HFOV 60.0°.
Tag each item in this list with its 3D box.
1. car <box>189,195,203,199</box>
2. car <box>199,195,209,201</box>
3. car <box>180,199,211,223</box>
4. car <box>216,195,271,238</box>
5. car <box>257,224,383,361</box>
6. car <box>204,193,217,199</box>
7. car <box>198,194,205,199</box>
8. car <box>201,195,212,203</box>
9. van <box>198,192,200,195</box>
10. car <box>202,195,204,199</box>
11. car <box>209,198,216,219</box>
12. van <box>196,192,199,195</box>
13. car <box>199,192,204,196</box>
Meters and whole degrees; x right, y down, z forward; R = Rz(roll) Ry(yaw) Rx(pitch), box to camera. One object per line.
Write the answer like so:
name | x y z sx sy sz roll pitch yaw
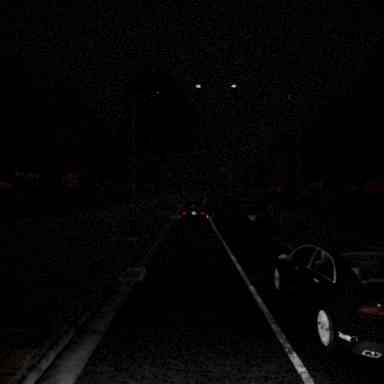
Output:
car | 0.107 1.449 42.493 1.895 1.301 4.718 0 0 0
car | 2.661 1.303 72.381 1.947 1.339 4.313 1 0 0
car | 0.107 1.462 24.711 2.033 1.411 5.357 0 0 0
car | 2.654 1.258 16.972 2.192 1.841 5.009 1 0 0
car | 2.648 1.532 5.890 2.008 1.369 4.403 1 0 0
car | 2.657 1.197 33.594 2.192 1.841 5.009 1 0 0
car | 2.665 1.191 94.714 1.752 1.417 4.829 1 0 0
car | 2.659 1.323 61.300 1.887 1.381 4.507 1 0 0
van | 2.663 1.098 66.840 1.690 1.788 3.998 1 0 0
car | 2.656 1.385 44.677 1.887 1.381 4.507 1 0 0
car | 2.653 1.468 28.054 1.947 1.339 4.313 1 0 0
van | 2.666 1.023 89.002 1.690 1.788 3.998 1 0 0
car | 2.660 1.135 50.217 2.192 1.841 5.009 1 0 0
